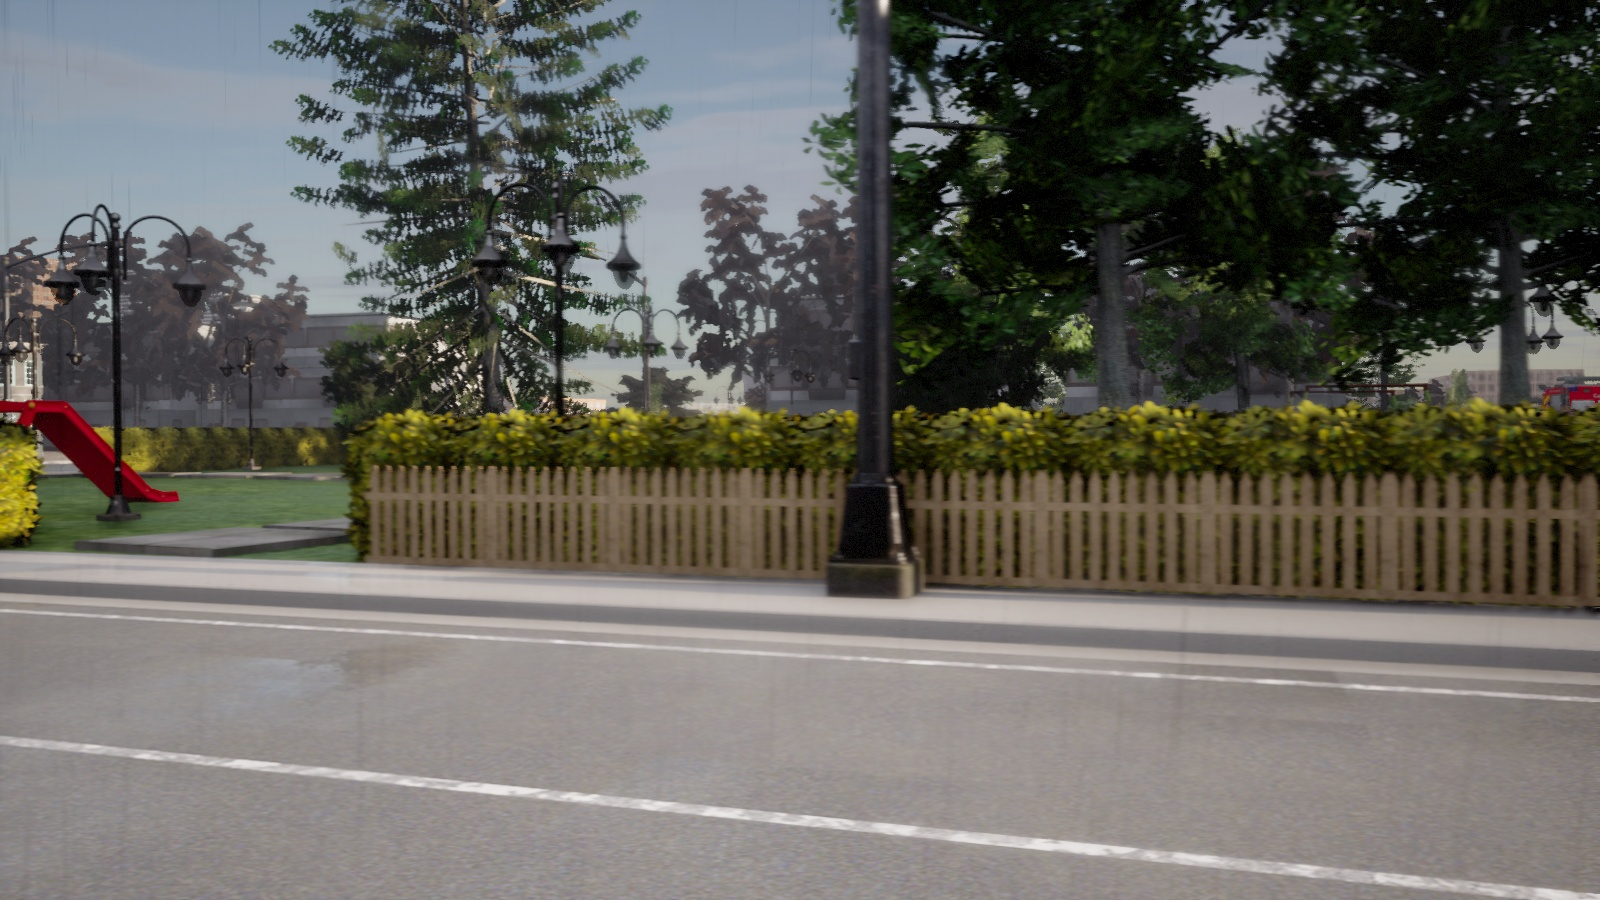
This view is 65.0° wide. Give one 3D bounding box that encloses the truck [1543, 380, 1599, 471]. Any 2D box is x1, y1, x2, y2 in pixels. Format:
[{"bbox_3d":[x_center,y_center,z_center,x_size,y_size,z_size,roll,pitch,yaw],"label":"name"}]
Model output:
[{"bbox_3d":[37.203,-0.957,54.044,8.468,3.827,2.891,1,0,9],"label":"truck"}]
